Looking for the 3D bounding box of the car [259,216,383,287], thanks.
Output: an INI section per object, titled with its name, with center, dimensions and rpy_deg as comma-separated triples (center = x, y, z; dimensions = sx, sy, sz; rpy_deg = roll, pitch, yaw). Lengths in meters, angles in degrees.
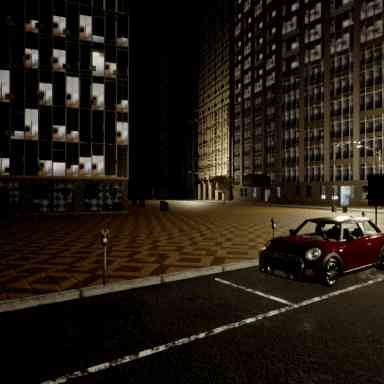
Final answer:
[car]
center = 3.741, 1.439, 9.234
dimensions = 4.097, 1.590, 1.967
rpy_deg = 0, 0, -36
